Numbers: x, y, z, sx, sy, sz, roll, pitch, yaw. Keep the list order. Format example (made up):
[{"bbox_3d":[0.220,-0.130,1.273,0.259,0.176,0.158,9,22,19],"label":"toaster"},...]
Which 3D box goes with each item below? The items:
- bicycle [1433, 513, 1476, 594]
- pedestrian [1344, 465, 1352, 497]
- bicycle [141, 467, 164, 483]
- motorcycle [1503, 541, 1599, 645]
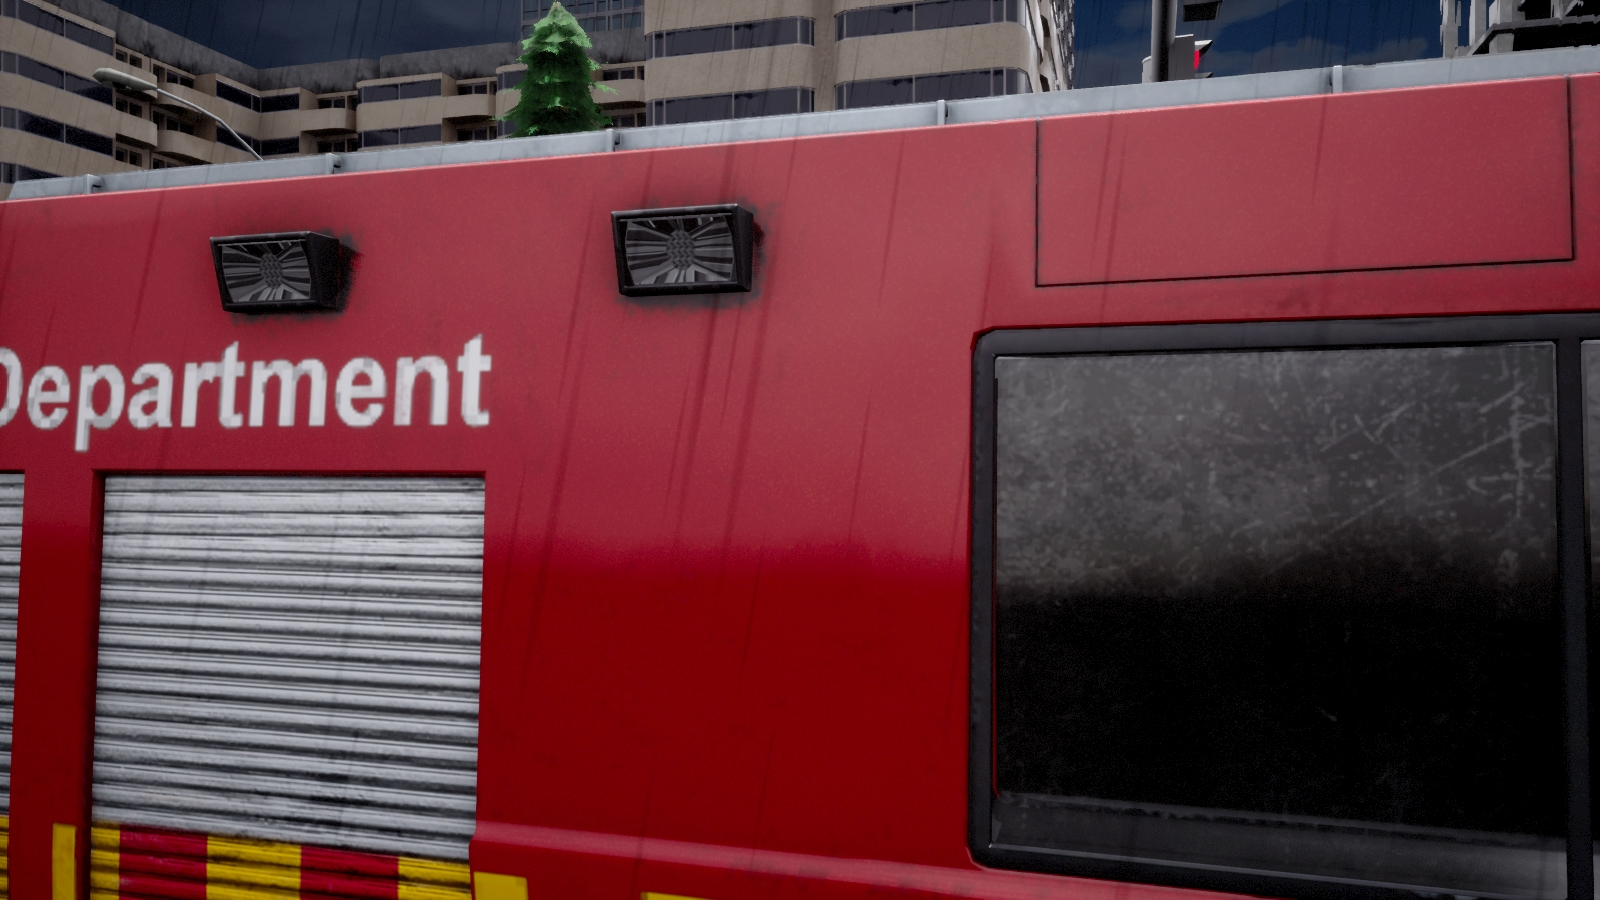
[{"bbox_3d":[13.234,2.060,23.127,0.329,1.471,1.835,0,0,16],"label":"bicycle"},{"bbox_3d":[32.463,1.835,67.711,0.375,1.860,0.375,0,0,15],"label":"pedestrian"},{"bbox_3d":[-55.349,2.132,97.693,1.487,1.276,0.859,0,0,15],"label":"bicycle"},{"bbox_3d":[11.678,2.155,17.664,0.764,1.307,2.356,0,0,16],"label":"motorcycle"}]
